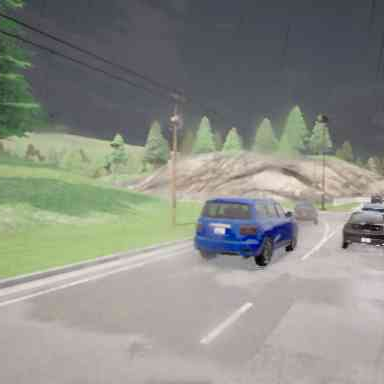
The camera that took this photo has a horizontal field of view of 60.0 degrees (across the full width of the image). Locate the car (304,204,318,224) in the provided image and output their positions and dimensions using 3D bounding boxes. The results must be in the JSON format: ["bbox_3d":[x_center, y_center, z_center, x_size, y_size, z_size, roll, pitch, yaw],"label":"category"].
[{"bbox_3d":[8.747,1.636,25.898,2.033,1.411,5.357,1,0,19],"label":"car"}]

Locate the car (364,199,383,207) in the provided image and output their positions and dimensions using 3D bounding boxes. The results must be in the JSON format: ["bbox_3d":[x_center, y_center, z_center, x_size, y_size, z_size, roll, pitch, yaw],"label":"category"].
[{"bbox_3d":[16.095,1.712,29.497,1.882,1.535,5.008,1,0,29],"label":"car"}]

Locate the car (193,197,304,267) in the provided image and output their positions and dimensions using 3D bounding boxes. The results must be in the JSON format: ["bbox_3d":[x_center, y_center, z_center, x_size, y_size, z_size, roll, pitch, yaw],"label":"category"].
[{"bbox_3d":[2.132,1.221,11.778,2.150,2.045,5.566,1,0,30],"label":"car"}]

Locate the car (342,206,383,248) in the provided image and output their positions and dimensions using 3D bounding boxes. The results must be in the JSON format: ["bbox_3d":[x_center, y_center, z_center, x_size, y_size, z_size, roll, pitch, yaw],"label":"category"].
[{"bbox_3d":[7.849,1.617,14.817,1.837,1.490,4.892,1,0,29],"label":"car"}]

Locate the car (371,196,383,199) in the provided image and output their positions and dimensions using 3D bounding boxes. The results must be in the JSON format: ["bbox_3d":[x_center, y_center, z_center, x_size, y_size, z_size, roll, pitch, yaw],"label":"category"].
[{"bbox_3d":[42.561,1.848,76.775,2.150,2.045,5.566,1,0,32],"label":"car"}]
